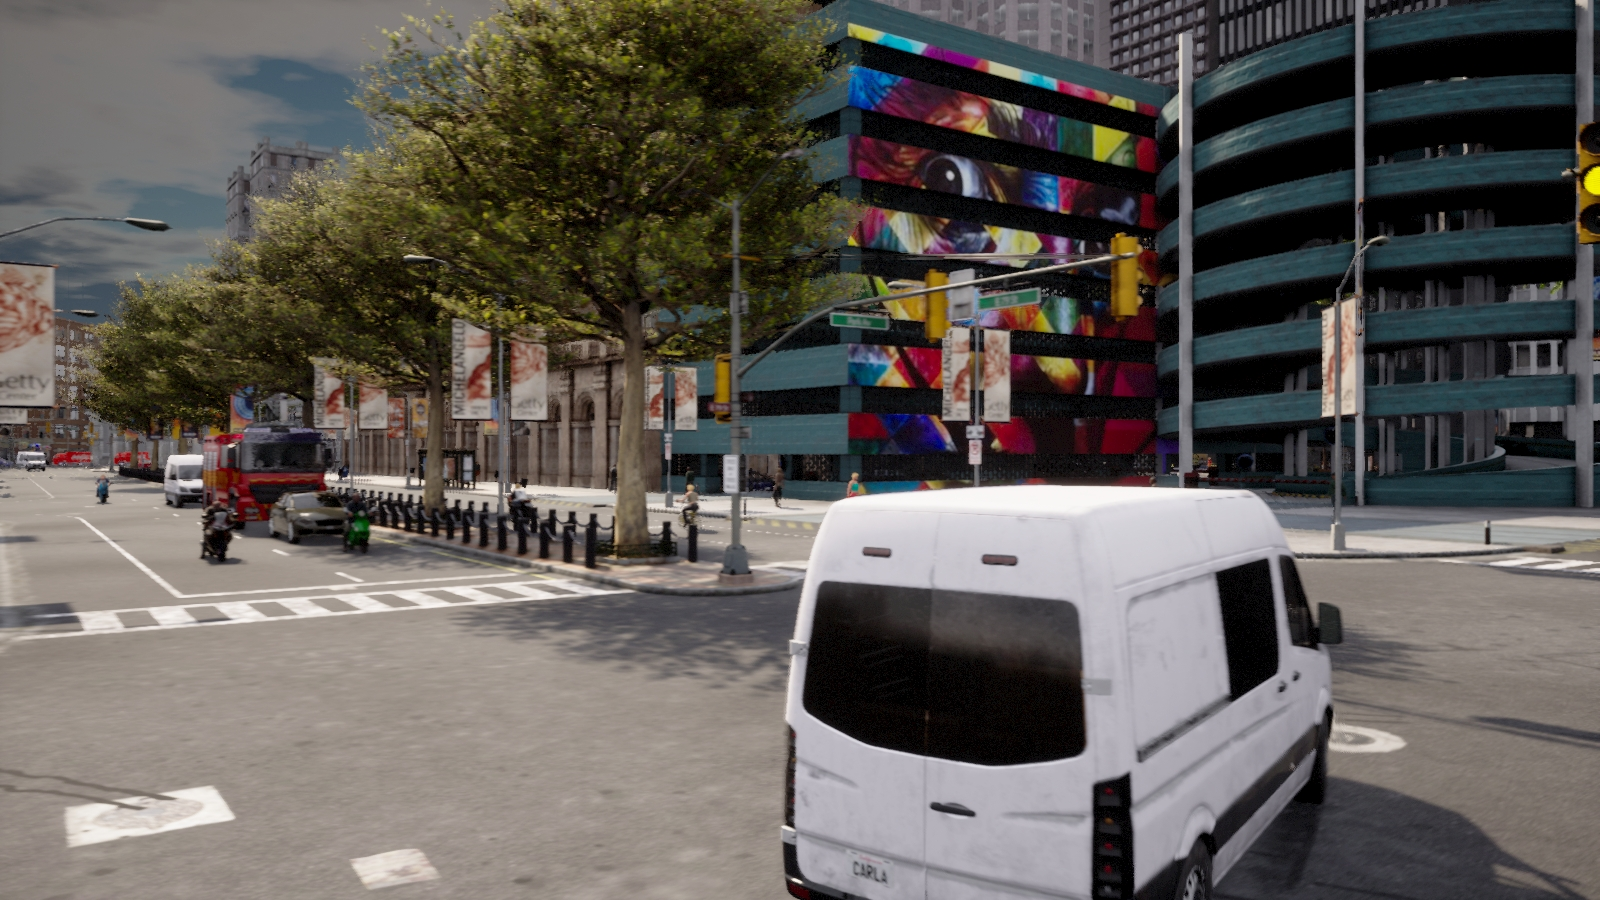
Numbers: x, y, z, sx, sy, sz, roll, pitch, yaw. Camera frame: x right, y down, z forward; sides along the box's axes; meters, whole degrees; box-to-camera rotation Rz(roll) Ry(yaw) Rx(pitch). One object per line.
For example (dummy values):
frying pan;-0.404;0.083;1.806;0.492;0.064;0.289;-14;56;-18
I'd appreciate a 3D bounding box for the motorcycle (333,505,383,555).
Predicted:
motorcycle;-12.151;2.181;31.373;0.856;1.236;1.805;0;0;-35

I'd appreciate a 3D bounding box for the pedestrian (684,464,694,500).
pedestrian;-5.831;1.694;60.061;0.375;1.860;0.375;0;0;-32

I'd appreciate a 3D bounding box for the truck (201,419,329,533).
truck;-20.099;0.890;42.620;2.891;3.827;8.468;0;0;-35

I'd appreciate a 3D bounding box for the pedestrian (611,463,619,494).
pedestrian;-11.115;1.694;68.600;0.375;1.860;0.375;0;0;-31

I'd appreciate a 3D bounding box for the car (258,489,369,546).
car;-15.359;2.060;35.924;2.231;1.480;4.892;0;0;-35

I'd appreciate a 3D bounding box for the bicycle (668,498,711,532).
bicycle;-3.846;2.255;39.604;0.859;1.080;1.487;0;0;-36

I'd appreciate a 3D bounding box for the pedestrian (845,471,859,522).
pedestrian;1.910;1.696;41.874;0.375;1.860;0.375;0;0;40

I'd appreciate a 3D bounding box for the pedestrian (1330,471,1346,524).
pedestrian;19.245;1.694;40.896;0.375;1.860;0.375;0;0;-31

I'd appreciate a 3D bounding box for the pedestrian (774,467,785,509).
pedestrian;-0.920;1.695;51.523;0.375;1.860;0.375;0;0;-31

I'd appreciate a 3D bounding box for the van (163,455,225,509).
van;-30.334;1.534;57.112;1.988;2.561;5.915;0;0;-35

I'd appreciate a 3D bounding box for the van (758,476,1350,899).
van;2.274;1.534;8.066;1.988;2.561;5.915;0;0;35

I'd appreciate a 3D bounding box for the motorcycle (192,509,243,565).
motorcycle;-14.953;2.204;29.299;0.867;1.251;2.209;0;0;-35

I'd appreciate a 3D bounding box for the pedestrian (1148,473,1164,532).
pedestrian;11.547;1.697;37.088;0.375;1.860;0.375;0;0;42
